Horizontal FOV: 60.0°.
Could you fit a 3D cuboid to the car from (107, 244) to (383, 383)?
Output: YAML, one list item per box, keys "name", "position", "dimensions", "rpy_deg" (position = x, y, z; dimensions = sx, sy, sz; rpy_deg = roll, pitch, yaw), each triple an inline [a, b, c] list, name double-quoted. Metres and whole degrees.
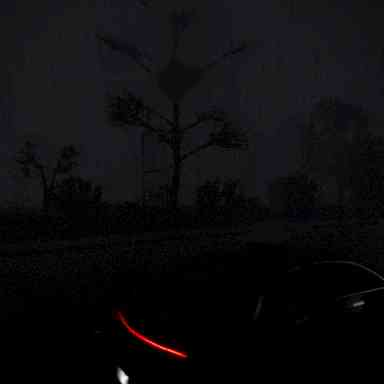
- name: "car"
  position: [1.367, 1.480, 4.469]
  dimensions: [4.892, 1.490, 1.837]
  rpy_deg: [0, 0, -34]
